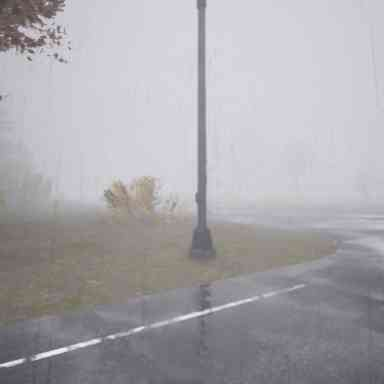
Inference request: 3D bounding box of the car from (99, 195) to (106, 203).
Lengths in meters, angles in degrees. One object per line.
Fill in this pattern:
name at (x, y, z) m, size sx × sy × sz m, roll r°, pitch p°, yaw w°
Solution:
car at (-12.764, 0.958, 50.827) m, size 1.812 × 1.442 × 4.674 m, roll -1°, pitch 1°, yaw -35°
